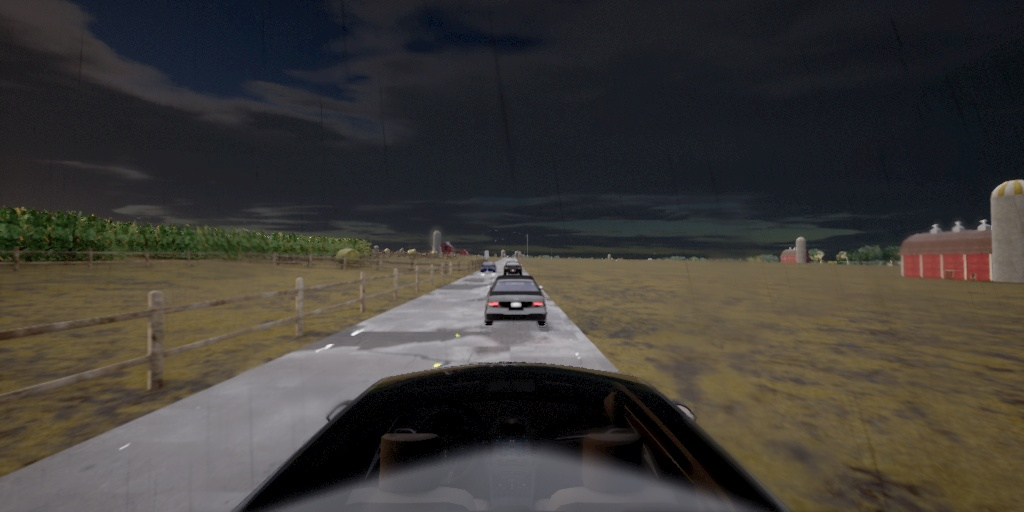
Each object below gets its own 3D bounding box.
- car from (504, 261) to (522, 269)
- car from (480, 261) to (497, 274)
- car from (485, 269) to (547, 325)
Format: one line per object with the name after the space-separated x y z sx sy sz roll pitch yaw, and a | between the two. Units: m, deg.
0.099 1.310 39.043 1.882 1.535 5.008 0 0 0 | car
-2.838 1.372 44.047 2.033 1.411 5.357 0 0 0 | car
0.101 1.346 12.025 2.033 1.411 5.357 0 0 0 | car
